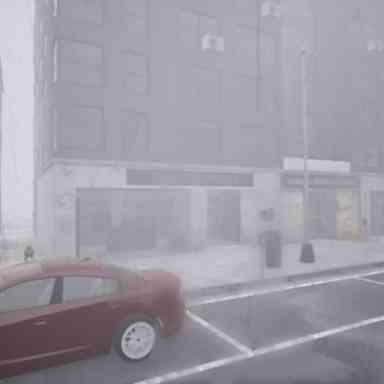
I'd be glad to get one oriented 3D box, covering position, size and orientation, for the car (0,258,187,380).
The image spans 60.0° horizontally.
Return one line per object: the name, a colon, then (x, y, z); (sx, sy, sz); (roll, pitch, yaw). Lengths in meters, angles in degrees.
car: (-2.273, 1.705, 4.782); (4.507, 1.381, 1.887); (0, -2, -28)
